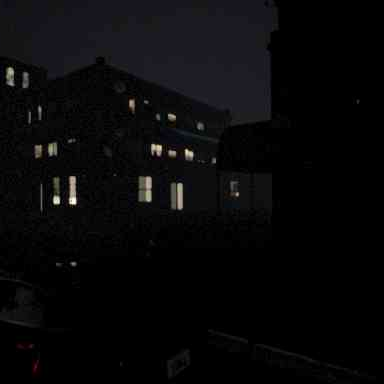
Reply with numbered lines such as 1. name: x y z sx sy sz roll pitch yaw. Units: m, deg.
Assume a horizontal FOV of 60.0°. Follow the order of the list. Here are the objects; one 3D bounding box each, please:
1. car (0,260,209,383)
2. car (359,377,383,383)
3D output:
1. car: -1.810 1.554 4.178 4.313 1.339 1.947 0 -1 35
2. car: 2.706 1.550 0.960 4.507 1.381 1.887 0 -1 35
